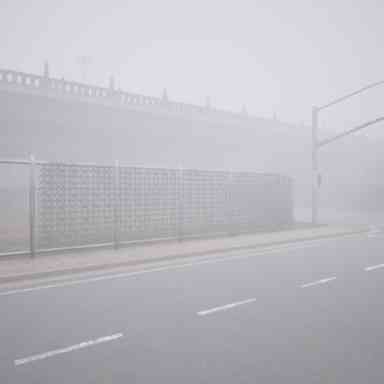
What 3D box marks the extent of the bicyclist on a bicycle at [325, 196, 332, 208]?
[{"bbox_3d":[17.734,1.339,43.314,1.656,1.620,0.582,0,0,-36],"label":"bicyclist on a bicycle"}]
